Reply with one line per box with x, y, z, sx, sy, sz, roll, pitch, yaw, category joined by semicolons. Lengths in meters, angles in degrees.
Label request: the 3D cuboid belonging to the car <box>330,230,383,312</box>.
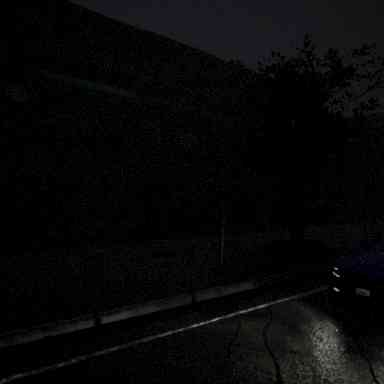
5.018;1.483;7.274;5.008;1.535;1.882;0;0;-36;car
